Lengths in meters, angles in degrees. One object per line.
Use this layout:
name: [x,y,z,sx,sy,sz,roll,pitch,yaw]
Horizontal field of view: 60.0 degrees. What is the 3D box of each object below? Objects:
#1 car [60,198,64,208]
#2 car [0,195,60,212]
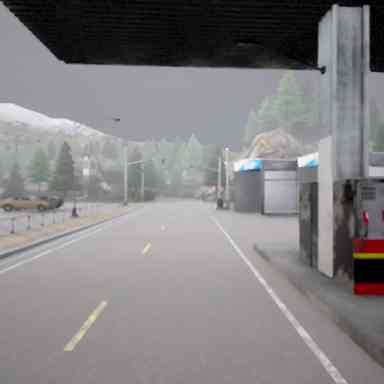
car: [-16.521,1.166,36.637,4.514,1.523,2.007,0,0,-1]
car: [-16.449,1.172,33.501,5.027,1.636,2.152,0,0,-1]
